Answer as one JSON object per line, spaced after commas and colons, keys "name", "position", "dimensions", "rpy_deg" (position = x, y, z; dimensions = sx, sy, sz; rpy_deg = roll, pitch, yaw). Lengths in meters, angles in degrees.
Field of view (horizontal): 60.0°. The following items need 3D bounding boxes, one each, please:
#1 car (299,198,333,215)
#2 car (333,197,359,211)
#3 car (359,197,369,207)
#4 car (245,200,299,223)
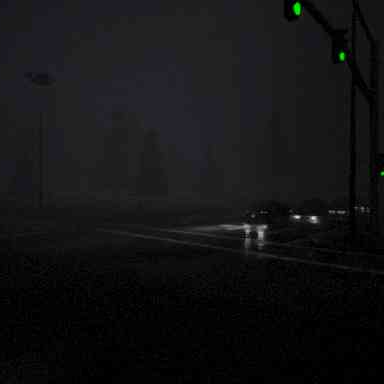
{"name": "car", "position": [11.690, 1.376, 32.053], "dimensions": [1.837, 1.490, 4.892], "rpy_deg": [1, 0, 39]}
{"name": "car", "position": [17.867, 1.403, 39.663], "dimensions": [2.033, 1.411, 5.357], "rpy_deg": [1, 0, 39]}
{"name": "car", "position": [24.085, 1.404, 47.277], "dimensions": [1.994, 1.385, 4.181], "rpy_deg": [1, 0, 39]}
{"name": "car", "position": [5.769, 1.377, 24.808], "dimensions": [2.128, 1.511, 4.902], "rpy_deg": [1, 0, 40]}
